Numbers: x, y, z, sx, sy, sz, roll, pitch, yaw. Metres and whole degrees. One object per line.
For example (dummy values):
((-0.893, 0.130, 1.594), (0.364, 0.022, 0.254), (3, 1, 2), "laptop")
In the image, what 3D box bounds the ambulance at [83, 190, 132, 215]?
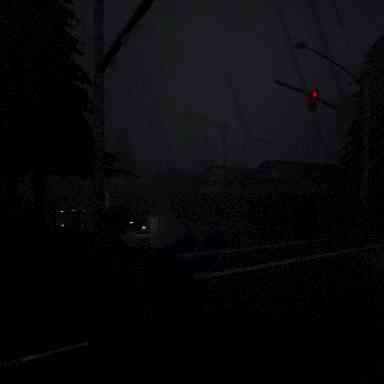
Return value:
((-7.997, 1.046, 31.750), (2.351, 2.431, 6.366), (0, 0, -36), "ambulance")

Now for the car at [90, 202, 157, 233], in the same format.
((-4.194, 1.563, 20.366), (2.033, 1.411, 5.357), (0, 0, -36), "car")

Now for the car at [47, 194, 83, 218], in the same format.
((-11.828, 1.238, 30.935), (2.150, 2.045, 5.566), (0, 0, -36), "car")
